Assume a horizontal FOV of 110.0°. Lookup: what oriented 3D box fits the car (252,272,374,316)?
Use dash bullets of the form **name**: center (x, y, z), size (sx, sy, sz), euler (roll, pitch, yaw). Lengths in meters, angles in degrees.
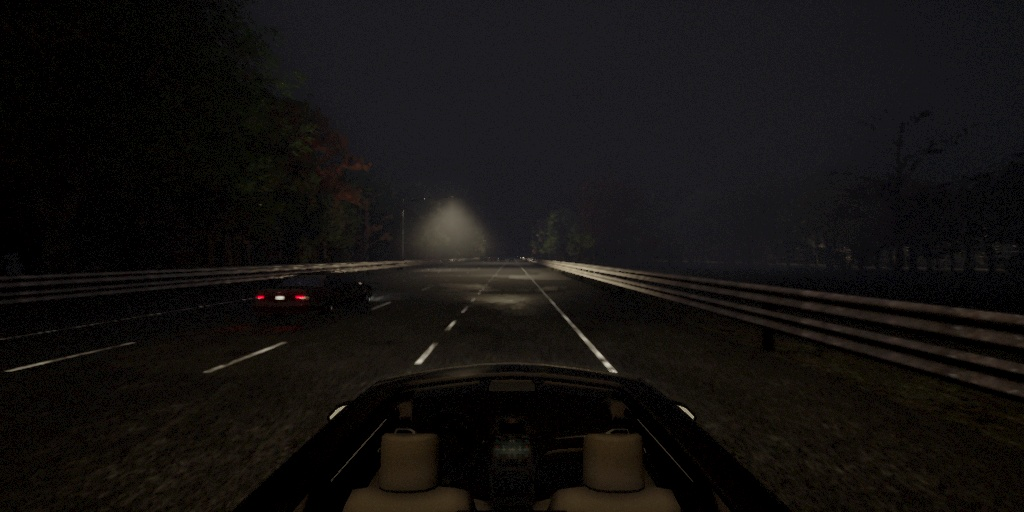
- **car**: center (-6.984, 1.309, 13.286), size (2.033, 1.411, 5.357), euler (0, 0, 0)
